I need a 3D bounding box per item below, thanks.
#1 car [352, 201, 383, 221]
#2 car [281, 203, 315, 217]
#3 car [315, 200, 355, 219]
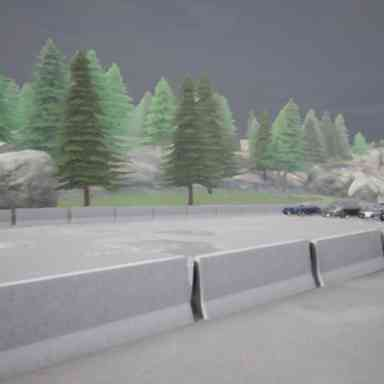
[{"bbox_3d":[16.329,1.669,28.535,4.902,1.511,2.128,1,0,-35],"label":"car"},{"bbox_3d":[11.152,1.762,33.442,4.718,1.301,1.895,1,0,-35],"label":"car"},{"bbox_3d":[14.058,1.526,31.214,4.553,1.767,2.097,1,0,-35],"label":"car"}]
